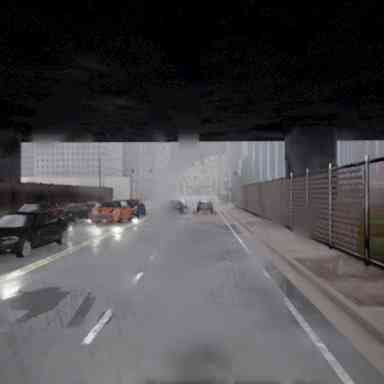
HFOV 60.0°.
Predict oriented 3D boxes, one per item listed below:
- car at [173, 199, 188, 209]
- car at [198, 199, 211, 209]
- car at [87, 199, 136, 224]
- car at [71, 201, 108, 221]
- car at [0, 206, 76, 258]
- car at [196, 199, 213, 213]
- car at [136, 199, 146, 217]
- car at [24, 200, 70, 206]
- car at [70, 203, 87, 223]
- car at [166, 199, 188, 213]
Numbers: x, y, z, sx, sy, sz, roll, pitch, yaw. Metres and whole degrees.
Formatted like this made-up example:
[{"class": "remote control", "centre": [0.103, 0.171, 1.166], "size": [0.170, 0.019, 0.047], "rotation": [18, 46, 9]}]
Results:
[{"class": "car", "centre": [-1.659, 1.750, 49.699], "size": [1.812, 1.442, 4.674], "rotation": [0, 0, 3]}, {"class": "car", "centre": [1.847, 1.750, 49.277], "size": [1.812, 1.442, 4.674], "rotation": [0, 0, 3]}, {"class": "car", "centre": [-6.102, 1.466, 25.793], "size": [2.097, 1.767, 4.553], "rotation": [0, 0, 2]}, {"class": "car", "centre": [-9.468, 1.690, 31.110], "size": [1.812, 1.442, 4.674], "rotation": [0, 1, 2]}, {"class": "car", "centre": [-6.649, 1.535, 13.273], "size": [1.882, 1.535, 5.008], "rotation": [0, 0, 2]}, {"class": "car", "centre": [1.533, 1.673, 40.019], "size": [2.128, 1.511, 4.902], "rotation": [0, 0, 2]}, {"class": "car", "centre": [-5.899, 1.497, 32.627], "size": [2.097, 1.767, 4.553], "rotation": [0, 0, 3]}, {"class": "car", "centre": [-9.857, 1.444, 21.116], "size": [2.097, 1.767, 4.553], "rotation": [0, 0, 2]}, {"class": "car", "centre": [-9.560, 1.650, 26.642], "size": [1.895, 1.301, 4.718], "rotation": [0, 3, 2]}, {"class": "car", "centre": [-1.987, 1.728, 40.123], "size": [2.033, 1.411, 5.357], "rotation": [0, 0, 2]}]
